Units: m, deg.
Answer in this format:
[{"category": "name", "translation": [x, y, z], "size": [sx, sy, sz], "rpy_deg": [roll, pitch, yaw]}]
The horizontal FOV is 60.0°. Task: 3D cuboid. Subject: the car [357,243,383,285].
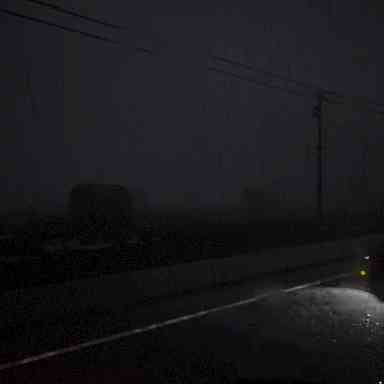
[{"category": "car", "translation": [5.989, 1.561, 8.275], "size": [4.181, 1.385, 1.994], "rpy_deg": [0, 0, -35]}]
